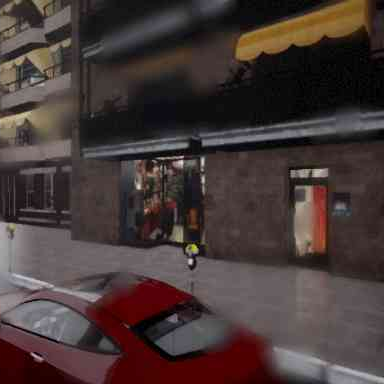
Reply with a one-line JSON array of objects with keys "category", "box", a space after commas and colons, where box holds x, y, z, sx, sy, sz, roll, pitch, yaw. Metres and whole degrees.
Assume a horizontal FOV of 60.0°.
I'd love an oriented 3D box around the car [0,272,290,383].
[{"category": "car", "box": [-1.088, 1.581, 3.654, 4.206, 1.307, 1.802, 0, 0, 36]}]
